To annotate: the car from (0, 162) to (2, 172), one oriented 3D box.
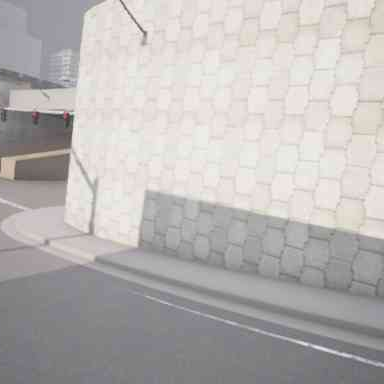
[{"bbox_3d":[-15.472,-2.334,30.481,1.895,1.301,4.718,11,7,34],"label":"car"}]
